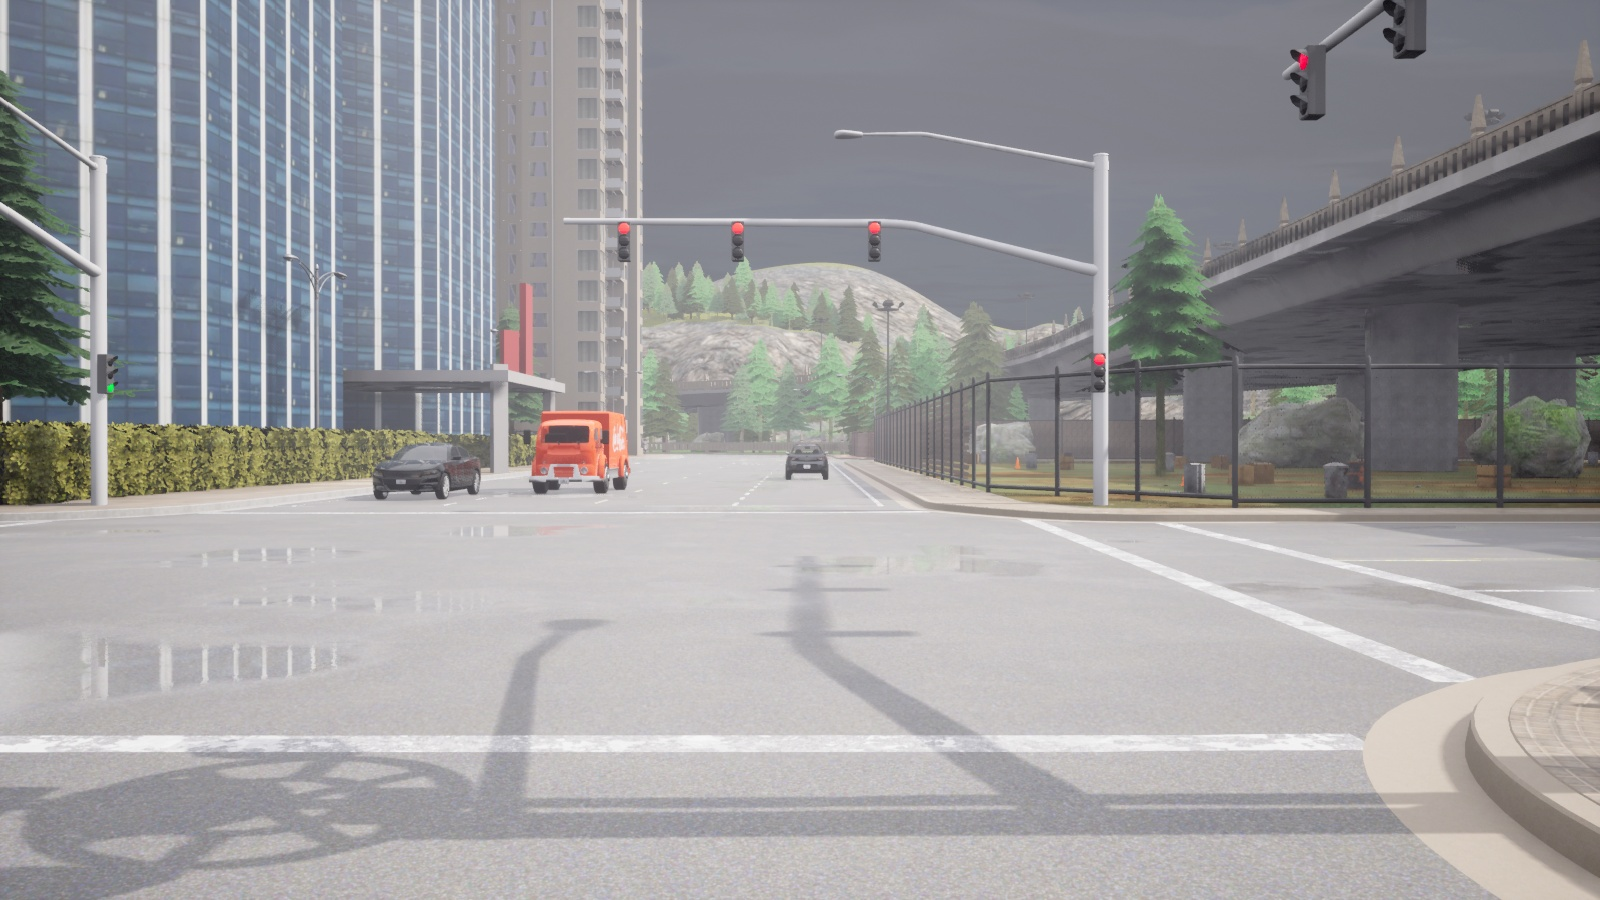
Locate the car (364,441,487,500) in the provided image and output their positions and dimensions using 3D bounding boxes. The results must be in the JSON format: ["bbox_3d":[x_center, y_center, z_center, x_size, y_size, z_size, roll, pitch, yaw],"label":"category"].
[{"bbox_3d":[-10.300,0.519,34.939,1.882,1.535,5.008,0,0,0],"label":"car"}]

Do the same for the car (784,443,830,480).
[{"bbox_3d":[0.294,0.464,52.534,1.816,1.474,4.193,0,0,0],"label":"car"}]

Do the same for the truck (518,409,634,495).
[{"bbox_3d":[-6.780,0.033,38.679,2.627,2.467,5.204,0,1,0],"label":"truck"}]
